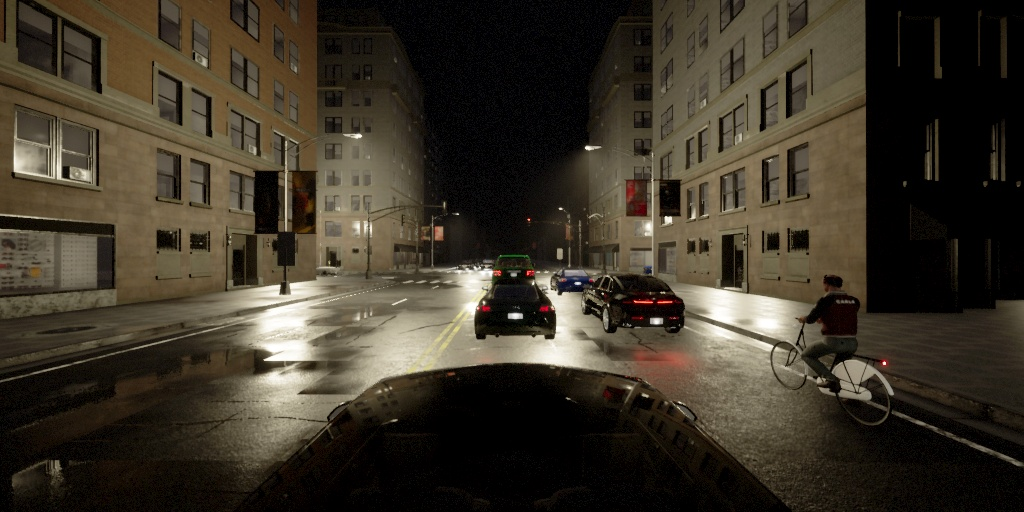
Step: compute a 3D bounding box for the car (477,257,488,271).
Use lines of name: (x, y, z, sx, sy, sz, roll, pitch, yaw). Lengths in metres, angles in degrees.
car: (-3.397, 1.257, 50.991, 2.128, 1.511, 4.902, 0, 0, 0)

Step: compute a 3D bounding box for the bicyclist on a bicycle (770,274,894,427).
bicyclist on a bicycle: (4.140, 1.121, 4.834, 0.659, 1.776, 1.843, 0, 0, 0)

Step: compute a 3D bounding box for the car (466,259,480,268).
car: (-6.642, 1.273, 61.257, 1.837, 1.490, 4.892, 0, 0, 0)

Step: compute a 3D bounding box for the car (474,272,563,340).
car: (0.087, 1.315, 10.027, 1.994, 1.385, 4.181, 0, 0, 0)

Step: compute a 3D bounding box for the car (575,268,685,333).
car: (3.336, 1.256, 10.693, 1.837, 1.490, 4.892, 0, 0, 0)

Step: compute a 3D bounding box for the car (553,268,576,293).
car: (3.228, 1.317, 19.589, 1.994, 1.385, 4.181, 0, 0, 0)

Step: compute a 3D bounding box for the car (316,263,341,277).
car: (-19.215, 1.335, 34.738, 4.718, 1.301, 1.895, 0, 0, 3)

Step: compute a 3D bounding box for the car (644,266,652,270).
car: (16.363, 1.289, 37.584, 5.008, 1.535, 1.882, 0, 0, 0)

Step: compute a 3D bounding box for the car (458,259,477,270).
car: (-6.645, 1.292, 52.247, 1.812, 1.442, 4.674, 0, 0, 0)

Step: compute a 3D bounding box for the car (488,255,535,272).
car: (0.079, 0.975, 19.440, 2.150, 2.045, 5.566, 0, 0, 0)
